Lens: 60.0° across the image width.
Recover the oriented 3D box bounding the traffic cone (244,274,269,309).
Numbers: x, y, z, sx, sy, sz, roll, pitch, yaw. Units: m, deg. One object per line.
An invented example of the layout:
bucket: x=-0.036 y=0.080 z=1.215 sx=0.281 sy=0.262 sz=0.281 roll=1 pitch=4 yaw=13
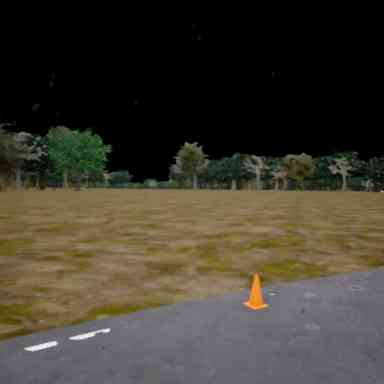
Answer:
traffic cone: x=1.210 y=1.831 z=6.240 sx=0.340 sy=0.580 sz=0.340 roll=0 pitch=1 yaw=-29
